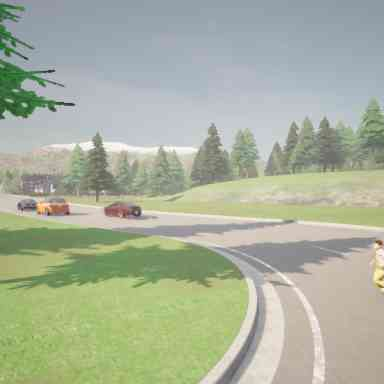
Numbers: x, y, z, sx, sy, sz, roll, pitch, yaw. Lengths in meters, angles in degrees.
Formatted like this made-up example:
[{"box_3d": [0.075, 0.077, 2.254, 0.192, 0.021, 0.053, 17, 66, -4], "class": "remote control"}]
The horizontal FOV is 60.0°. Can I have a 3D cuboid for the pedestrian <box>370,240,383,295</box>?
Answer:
[{"box_3d": [4.124, 1.574, 7.211, 0.375, 1.300, 0.375, 0, 0, 6], "class": "pedestrian"}]

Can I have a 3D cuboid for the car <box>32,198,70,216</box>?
[{"box_3d": [-13.814, 1.352, 32.886, 2.097, 1.767, 4.553, 0, 0, -40], "class": "car"}]

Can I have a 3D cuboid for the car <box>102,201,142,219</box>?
[{"box_3d": [-6.224, 1.526, 29.448, 1.812, 1.442, 4.674, 0, 0, -43], "class": "car"}]

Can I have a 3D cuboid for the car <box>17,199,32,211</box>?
[{"box_3d": [-19.924, 1.547, 40.348, 2.033, 1.411, 5.357, 0, 0, -34], "class": "car"}]
